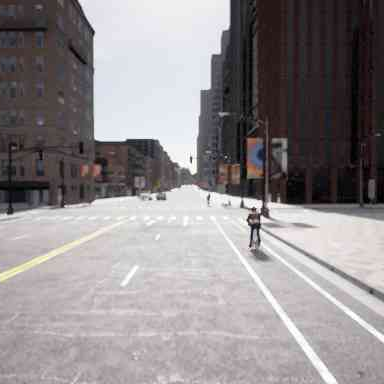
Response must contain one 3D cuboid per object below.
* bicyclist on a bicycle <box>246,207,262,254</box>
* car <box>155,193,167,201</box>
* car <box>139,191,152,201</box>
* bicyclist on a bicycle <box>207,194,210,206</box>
[{"bbox_3d":[2.276,1.368,12.138,0.582,1.620,1.656,0,0,0],"label":"bicyclist on a bicycle"},{"bbox_3d":[-6.477,0.927,70.196,2.097,1.767,4.553,0,0,0],"label":"car"},{"bbox_3d":[-9.727,0.798,70.136,2.150,2.045,5.566,0,0,0],"label":"car"},{"bbox_3d":[2.288,1.165,46.167,0.582,1.620,1.656,0,0,0],"label":"bicyclist on a bicycle"}]
